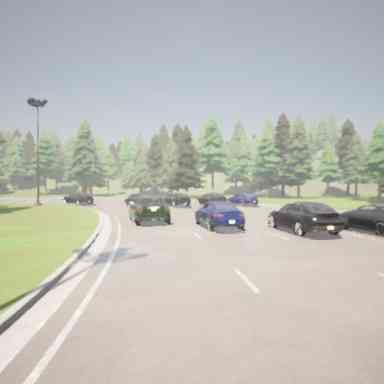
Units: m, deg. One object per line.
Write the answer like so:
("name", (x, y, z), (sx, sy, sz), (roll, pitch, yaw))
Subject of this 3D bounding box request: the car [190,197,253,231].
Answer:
("car", (1.418, 1.214, 18.002), (1.812, 1.442, 4.674), (0, 1, -12))

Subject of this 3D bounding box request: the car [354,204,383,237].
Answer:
("car", (8.900, 1.254, 16.037), (1.994, 1.385, 4.181), (0, 1, -10))

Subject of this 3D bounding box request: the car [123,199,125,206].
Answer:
("car", (-6.060, 0.923, 37.070), (1.812, 1.442, 4.674), (0, 1, -35))

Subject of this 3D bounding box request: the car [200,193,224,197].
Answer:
("car", (2.114, 0.863, 37.391), (1.837, 1.490, 4.892), (0, 1, -27))

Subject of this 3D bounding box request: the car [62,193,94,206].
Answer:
("car", (-14.234, 0.871, 41.312), (4.892, 1.490, 1.837), (1, -1, 38))

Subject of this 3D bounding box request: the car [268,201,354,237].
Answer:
("car", (5.343, 1.207, 16.206), (1.837, 1.490, 4.892), (0, 1, -10))

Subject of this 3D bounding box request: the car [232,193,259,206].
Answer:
("car", (5.742, 0.857, 38.094), (1.812, 1.442, 4.674), (0, 1, -26))

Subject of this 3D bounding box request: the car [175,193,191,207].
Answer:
("car", (-1.926, 0.886, 37.075), (1.837, 1.490, 4.892), (0, 1, -31))

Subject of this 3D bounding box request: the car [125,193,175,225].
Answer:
("car", (-2.788, 1.008, 21.128), (2.097, 1.767, 4.553), (-1, 1, -16))
